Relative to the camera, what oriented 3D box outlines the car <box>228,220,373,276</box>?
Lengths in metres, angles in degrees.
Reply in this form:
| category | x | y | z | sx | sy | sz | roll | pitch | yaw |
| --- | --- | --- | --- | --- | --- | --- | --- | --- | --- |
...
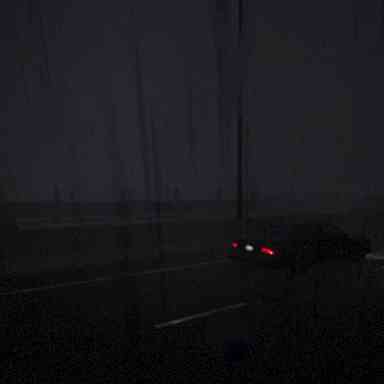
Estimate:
| category | x | y | z | sx | sy | sz | roll | pitch | yaw |
| --- | --- | --- | --- | --- | --- | --- | --- | --- | --- |
| car | 3.616 | 1.610 | 10.623 | 5.357 | 1.411 | 2.033 | 0 | 0 | -36 |

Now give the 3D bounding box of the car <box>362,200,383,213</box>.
| category | x | y | z | sx | sy | sz | roll | pitch | yaw |
| --- | --- | --- | --- | --- | --- | --- | --- | --- | --- |
| car | 24.189 | 1.799 | 42.712 | 4.902 | 1.511 | 2.128 | 1 | 0 | -35 |

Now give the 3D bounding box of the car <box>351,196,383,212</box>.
| category | x | y | z | sx | sy | sz | roll | pitch | yaw |
| --- | --- | --- | --- | --- | --- | --- | --- | --- | --- |
| car | 18.827 | 1.465 | 34.609 | 5.566 | 2.045 | 2.150 | 0 | 0 | -35 |

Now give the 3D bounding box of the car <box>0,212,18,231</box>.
| category | x | y | z | sx | sy | sz | roll | pitch | yaw |
| --- | --- | --- | --- | --- | --- | --- | --- | --- | --- |
| car | -11.408 | 1.569 | 17.350 | 4.181 | 1.385 | 1.994 | 0 | 0 | -35 |
